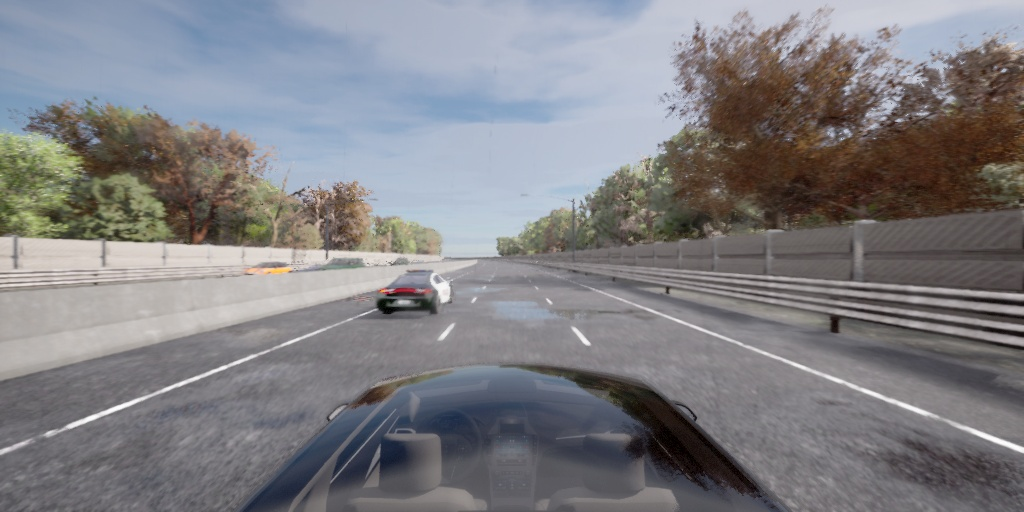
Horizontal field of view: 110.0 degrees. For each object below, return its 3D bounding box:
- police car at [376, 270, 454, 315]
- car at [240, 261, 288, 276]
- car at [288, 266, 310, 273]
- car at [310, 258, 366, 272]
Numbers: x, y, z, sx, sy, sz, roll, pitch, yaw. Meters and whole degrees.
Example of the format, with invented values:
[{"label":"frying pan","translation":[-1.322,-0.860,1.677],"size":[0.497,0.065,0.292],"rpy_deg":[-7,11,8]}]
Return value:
[{"label":"police car","translation":[-3.538,1.352,14.117],"size":[2.038,1.542,4.974],"rpy_deg":[0,0,0]},{"label":"car","translation":[-21.296,1.303,31.299],"size":[2.097,1.767,4.553],"rpy_deg":[0,0,-1]},{"label":"car","translation":[-17.811,1.503,33.142],"size":[2.033,1.411,5.357],"rpy_deg":[0,0,-1]},{"label":"car","translation":[-14.285,1.156,30.323],"size":[2.150,2.045,5.566],"rpy_deg":[0,0,-1]}]
